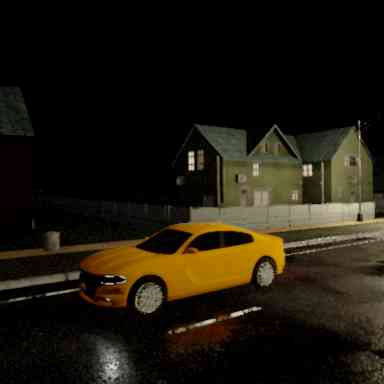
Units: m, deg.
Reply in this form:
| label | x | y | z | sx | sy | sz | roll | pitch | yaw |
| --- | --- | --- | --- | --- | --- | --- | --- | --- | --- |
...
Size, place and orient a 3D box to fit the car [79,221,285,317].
| label | x | y | z | sx | sy | sz | roll | pitch | yaw |
| --- | --- | --- | --- | --- | --- | --- | --- | --- | --- |
| car | 0.003 | 1.486 | 7.671 | 5.008 | 1.535 | 1.882 | 0 | 0 | -35 |
